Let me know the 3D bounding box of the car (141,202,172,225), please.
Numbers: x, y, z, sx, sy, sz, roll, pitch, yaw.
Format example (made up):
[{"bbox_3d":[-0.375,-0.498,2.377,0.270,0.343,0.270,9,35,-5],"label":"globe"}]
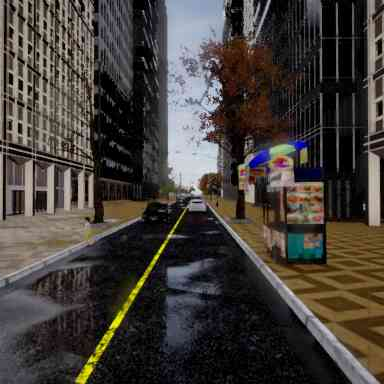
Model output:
[{"bbox_3d":[-2.531,1.505,24.409,1.837,1.490,4.892,0,2,0],"label":"car"}]

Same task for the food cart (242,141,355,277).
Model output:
[{"bbox_3d":[3.137,0.468,11.053,2.280,3.560,4.660,-1,-1,1],"label":"food cart"}]

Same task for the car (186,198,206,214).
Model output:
[{"bbox_3d":[0.561,1.535,35.343,1.812,1.442,4.674,0,0,1],"label":"car"}]

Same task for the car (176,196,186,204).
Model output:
[{"bbox_3d":[-1.968,1.511,63.096,2.128,1.511,4.902,0,0,1],"label":"car"}]

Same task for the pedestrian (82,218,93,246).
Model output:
[{"bbox_3d":[-4.232,1.577,13.700,0.375,1.300,0.375,1,-1,1],"label":"pedestrian"}]

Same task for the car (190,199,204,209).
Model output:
[{"bbox_3d":[0.696,1.613,45.462,1.895,1.301,4.718,0,0,1],"label":"car"}]
